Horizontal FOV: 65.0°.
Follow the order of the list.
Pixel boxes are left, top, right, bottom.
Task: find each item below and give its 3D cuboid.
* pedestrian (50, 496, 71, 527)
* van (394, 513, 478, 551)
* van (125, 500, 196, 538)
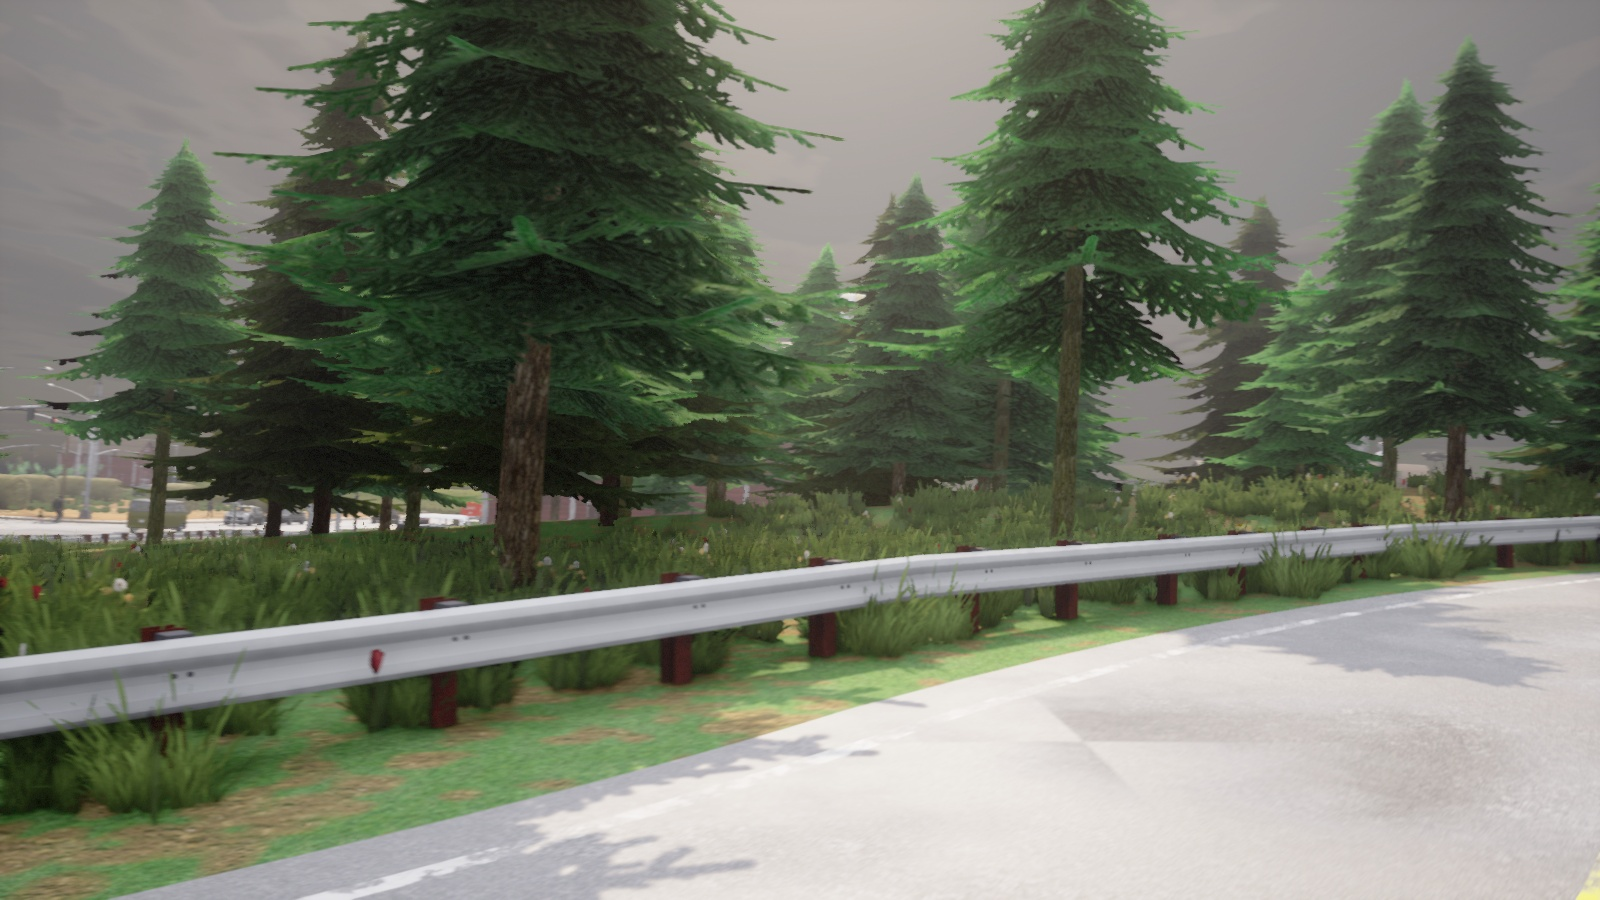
[{"bbox_3d":[-45.305,3.765,76.939,0.563,1.883,0.849,3,-3,8],"label":"pedestrian"},{"bbox_3d":[-22.328,5.021,77.162,4.480,2.038,2.069,3,-3,-2],"label":"van"},{"bbox_3d":[-36.469,3.947,71.735,1.775,1.987,4.442,3,-3,-3],"label":"van"}]
